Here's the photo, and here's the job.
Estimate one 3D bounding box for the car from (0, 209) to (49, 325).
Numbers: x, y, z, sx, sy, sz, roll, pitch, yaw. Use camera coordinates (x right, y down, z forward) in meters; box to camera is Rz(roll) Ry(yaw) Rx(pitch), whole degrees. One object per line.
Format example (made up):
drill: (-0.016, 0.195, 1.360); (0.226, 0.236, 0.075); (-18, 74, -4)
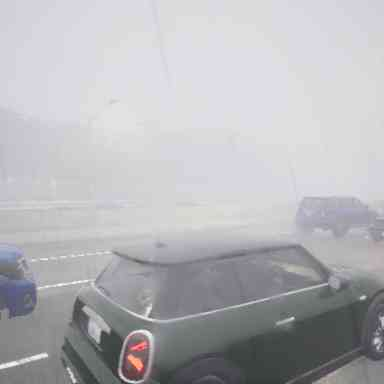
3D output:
car: (-5.136, 1.220, 4.381); (5.566, 2.045, 2.150); (0, 0, -36)

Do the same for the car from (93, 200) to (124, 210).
car: (-8.843, 1.521, 32.046); (4.674, 1.442, 1.812); (0, 0, -35)

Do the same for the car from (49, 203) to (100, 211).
car: (-8.013, 1.562, 19.765); (4.181, 1.385, 1.994); (0, 0, -35)

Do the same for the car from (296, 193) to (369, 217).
car: (7.972, 1.216, 17.994); (5.566, 2.045, 2.150); (0, 0, -35)

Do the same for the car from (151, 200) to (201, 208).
car: (-1.477, 1.542, 32.945); (5.357, 1.411, 2.033); (0, 0, -35)

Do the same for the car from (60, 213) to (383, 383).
car: (0.788, 1.352, 4.429); (4.553, 1.767, 2.097); (0, 0, -35)

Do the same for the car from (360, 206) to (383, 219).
car: (9.952, 1.499, 15.106); (4.892, 1.490, 1.837); (0, 0, -35)
